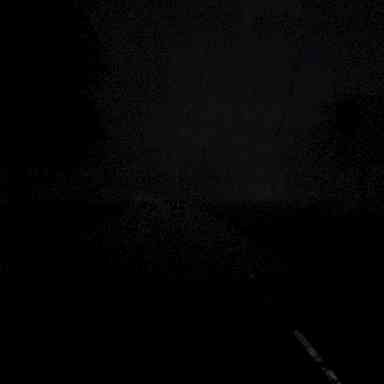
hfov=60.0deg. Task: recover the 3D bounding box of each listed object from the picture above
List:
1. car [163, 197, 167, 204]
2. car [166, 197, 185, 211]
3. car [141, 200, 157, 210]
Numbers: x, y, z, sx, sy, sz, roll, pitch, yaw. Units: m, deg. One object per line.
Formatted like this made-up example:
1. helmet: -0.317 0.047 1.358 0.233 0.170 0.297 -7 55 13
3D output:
1. car: -5.169 1.721 70.250 2.033 1.411 5.357 0 0 -9
2. car: -2.002 1.754 44.429 2.033 1.411 5.357 0 0 -5
3. car: -5.810 1.760 45.421 1.994 1.385 4.181 0 0 -5
